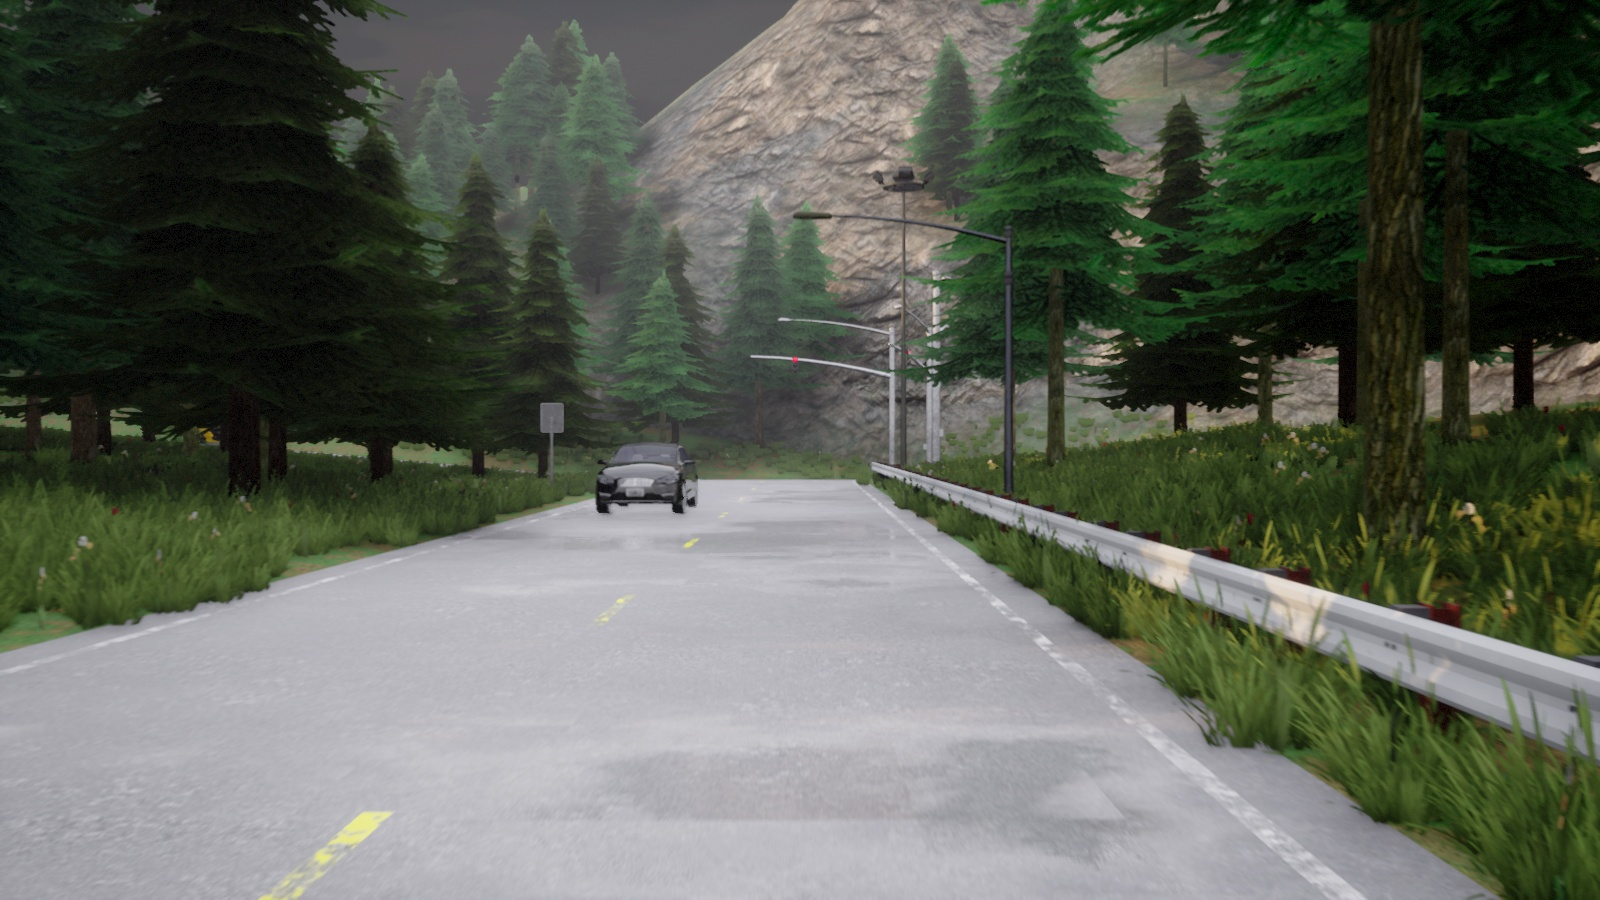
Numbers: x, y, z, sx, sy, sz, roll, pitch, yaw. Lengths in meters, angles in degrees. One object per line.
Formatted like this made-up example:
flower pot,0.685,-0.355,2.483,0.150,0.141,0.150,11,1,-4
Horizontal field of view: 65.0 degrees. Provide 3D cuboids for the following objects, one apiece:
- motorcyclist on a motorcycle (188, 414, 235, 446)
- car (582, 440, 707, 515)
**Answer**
motorcyclist on a motorcycle,-30.466,-1.038,65.050,2.044,1.523,0.797,5,1,10
car,-3.327,0.544,27.789,2.128,1.511,4.902,0,0,0
